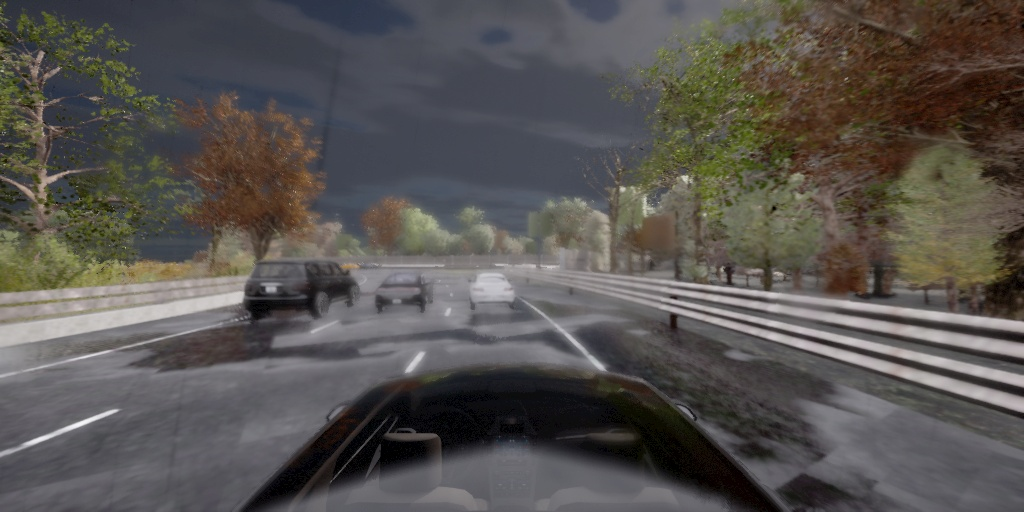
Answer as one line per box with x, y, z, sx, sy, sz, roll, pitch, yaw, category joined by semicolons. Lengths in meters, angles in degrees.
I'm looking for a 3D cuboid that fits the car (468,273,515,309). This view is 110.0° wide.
-0.992;1.472;16.168;1.812;1.442;4.674;0;-1;-7;car

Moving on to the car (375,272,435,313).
-4.385;1.440;15.189;2.128;1.511;4.902;0;-1;-7;car

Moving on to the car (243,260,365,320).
-7.725;1.166;13.793;2.150;2.045;5.566;0;0;-6;car
